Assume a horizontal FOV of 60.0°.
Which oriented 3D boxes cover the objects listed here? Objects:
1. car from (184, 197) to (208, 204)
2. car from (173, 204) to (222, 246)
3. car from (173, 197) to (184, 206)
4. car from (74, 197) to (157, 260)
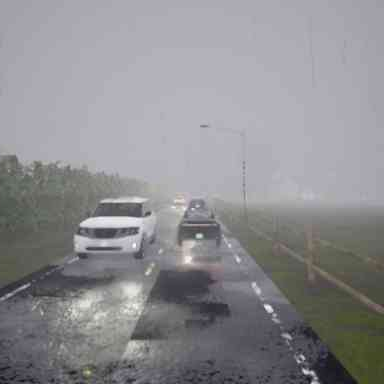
[{"bbox_3d":[0.548,1.402,33.236,2.097,1.767,4.553,0,0,1],"label":"car"},{"bbox_3d":[0.323,1.512,15.414,2.128,1.511,4.902,0,0,1],"label":"car"},{"bbox_3d":[-2.091,1.575,54.802,1.882,1.535,5.008,0,0,1],"label":"car"},{"bbox_3d":[-2.660,1.242,12.918,2.150,2.045,5.566,0,0,1],"label":"car"}]
